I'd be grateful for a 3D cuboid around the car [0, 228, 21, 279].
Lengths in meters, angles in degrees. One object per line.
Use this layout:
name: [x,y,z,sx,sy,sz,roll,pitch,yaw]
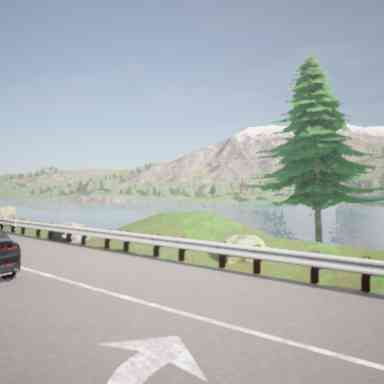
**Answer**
car: [-6.404,1.503,8.908,4.892,1.490,1.837,0,0,38]
